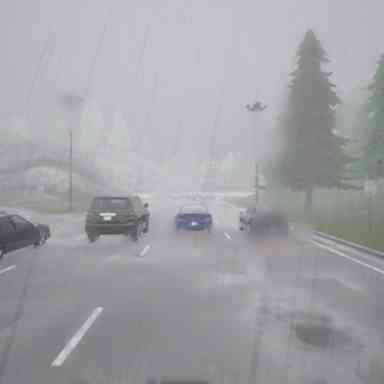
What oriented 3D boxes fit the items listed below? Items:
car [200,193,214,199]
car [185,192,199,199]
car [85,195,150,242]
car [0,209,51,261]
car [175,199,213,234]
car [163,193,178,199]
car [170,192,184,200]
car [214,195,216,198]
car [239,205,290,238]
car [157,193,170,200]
[{"bbox_3d":[3.505,1.197,77.683,1.895,1.301,4.718,0,0,2],"label":"car"},{"bbox_3d":[0.006,1.197,77.655,1.895,1.301,4.718,0,0,2],"label":"car"},{"bbox_3d":[-3.403,1.139,16.072,2.150,2.045,5.566,0,0,0],"label":"car"},{"bbox_3d":[-6.903,1.487,11.678,2.033,1.411,5.357,0,0,0],"label":"car"},{"bbox_3d":[0.096,1.382,18.578,1.882,1.535,5.008,0,0,0],"label":"car"},{"bbox_3d":[-5.648,1.084,88.398,2.033,1.411,5.357,0,0,17],"label":"car"},{"bbox_3d":[-3.484,1.193,78.256,1.895,1.301,4.718,0,0,2],"label":"car"},{"bbox_3d":[4.969,1.046,87.514,2.033,1.411,5.357,0,0,17],"label":"car"},{"bbox_3d":[3.596,1.417,17.124,1.837,1.490,4.892,0,0,0],"label":"car"},{"bbox_3d":[-6.984,1.122,78.315,1.812,1.442,4.674,0,0,2],"label":"car"}]
